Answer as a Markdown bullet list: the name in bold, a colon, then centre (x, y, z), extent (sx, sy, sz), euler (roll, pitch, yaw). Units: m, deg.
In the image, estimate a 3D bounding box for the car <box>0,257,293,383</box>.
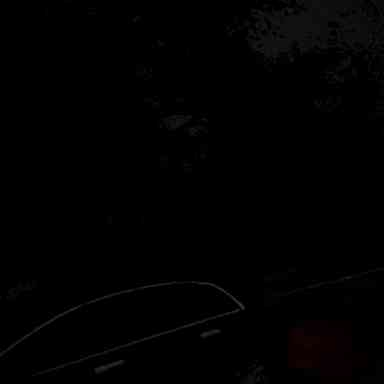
- **car**: centre (-1.079, 1.514, 3.222), extent (4.892, 1.490, 1.837), euler (1, 0, -36)
